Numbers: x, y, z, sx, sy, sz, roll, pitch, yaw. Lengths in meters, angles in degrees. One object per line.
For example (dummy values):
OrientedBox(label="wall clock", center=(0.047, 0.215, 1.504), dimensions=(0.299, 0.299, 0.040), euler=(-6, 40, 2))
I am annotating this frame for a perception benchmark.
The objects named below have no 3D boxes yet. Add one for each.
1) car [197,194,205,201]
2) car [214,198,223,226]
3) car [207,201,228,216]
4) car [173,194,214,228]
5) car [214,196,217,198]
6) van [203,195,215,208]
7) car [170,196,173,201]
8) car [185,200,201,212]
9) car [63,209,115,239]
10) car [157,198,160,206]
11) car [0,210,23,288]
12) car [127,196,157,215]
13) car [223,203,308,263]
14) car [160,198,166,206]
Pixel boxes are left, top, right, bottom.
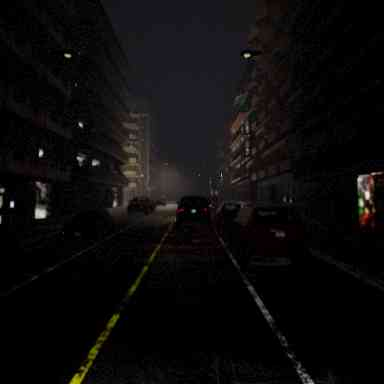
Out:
OrientedBox(label="car", center=(2.603, 1.594, 94.438), dimensions=(2.192, 1.841, 5.009), euler=(1, 0, 0))
OrientedBox(label="car", center=(2.554, 1.469, 23.069), dimensions=(1.967, 1.590, 4.097), euler=(1, 0, 0))
OrientedBox(label="car", center=(2.553, 1.636, 34.132), dimensions=(1.802, 1.307, 4.206), euler=(1, 0, 0))
OrientedBox(label="car", center=(0.103, 1.249, 22.545), dimensions=(2.150, 2.045, 5.566), euler=(0, 0, 0))
OrientedBox(label="car", center=(2.561, 1.403, 45.195), dimensions=(2.192, 1.841, 5.009), euler=(1, 0, 0))
OrientedBox(label="van", center=(2.561, 1.448, 50.727), dimensions=(1.690, 1.788, 3.998), euler=(1, 0, 0))
OrientedBox(label="car", center=(-5.282, 1.844, 94.393), dimensions=(1.947, 1.339, 4.313), euler=(1, 0, 0))
OrientedBox(label="car", center=(0.100, 1.673, 40.586), dimensions=(1.895, 1.301, 4.718), euler=(0, 0, 0))
OrientedBox(label="car", center=(-5.296, 1.585, 17.599), dimensions=(1.947, 1.339, 4.313), euler=(1, 0, 0))
OrientedBox(label="car", center=(-5.292, 1.614, 39.720), dimensions=(1.887, 1.381, 4.507), euler=(1, 0, 0))
OrientedBox(label="car", center=(-5.291, 1.320, 6.536), dimensions=(2.192, 1.841, 5.009), euler=(1, 0, 0))
OrientedBox(label="car", center=(-5.287, 1.369, 34.189), dimensions=(2.192, 1.841, 5.009), euler=(1, 0, 0))
OrientedBox(label="car", center=(2.556, 1.327, 12.006), dimensions=(2.192, 1.841, 5.009), euler=(1, 0, 0))
OrientedBox(label="car", center=(-5.290, 1.710, 56.313), dimensions=(1.802, 1.307, 4.206), euler=(1, 0, 0))
